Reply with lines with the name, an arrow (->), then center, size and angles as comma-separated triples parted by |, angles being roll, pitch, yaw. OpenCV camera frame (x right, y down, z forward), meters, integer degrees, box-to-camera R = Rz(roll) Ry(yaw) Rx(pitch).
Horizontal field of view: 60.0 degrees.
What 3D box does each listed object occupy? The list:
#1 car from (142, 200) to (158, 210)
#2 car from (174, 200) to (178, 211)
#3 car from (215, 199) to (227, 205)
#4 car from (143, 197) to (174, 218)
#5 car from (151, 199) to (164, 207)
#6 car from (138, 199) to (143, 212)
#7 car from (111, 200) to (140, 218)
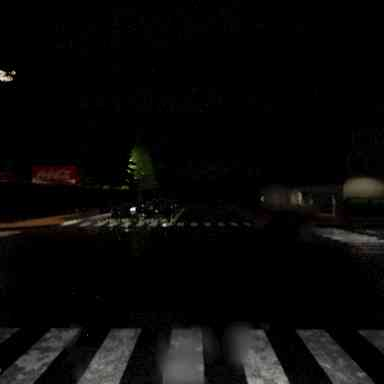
car -> -6.699, 2.059, 52.865 | 1.994, 1.385, 4.181 | 0, -1, 0
car -> -3.297, 2.019, 44.683 | 1.895, 1.301, 4.718 | 0, -1, 1
car -> 6.448, 2.242, 73.757 | 1.994, 1.385, 4.181 | 0, -1, 21
car -> -3.406, 1.549, 34.924 | 2.150, 2.045, 5.566 | 0, -1, 1
car -> -6.452, 2.068, 63.148 | 1.882, 1.535, 5.008 | 0, -1, 2
car -> -6.821, 1.754, 42.971 | 2.097, 1.767, 4.553 | 0, -1, 1
car -> -6.911, 1.823, 34.003 | 1.837, 1.490, 4.892 | 0, -1, 1
